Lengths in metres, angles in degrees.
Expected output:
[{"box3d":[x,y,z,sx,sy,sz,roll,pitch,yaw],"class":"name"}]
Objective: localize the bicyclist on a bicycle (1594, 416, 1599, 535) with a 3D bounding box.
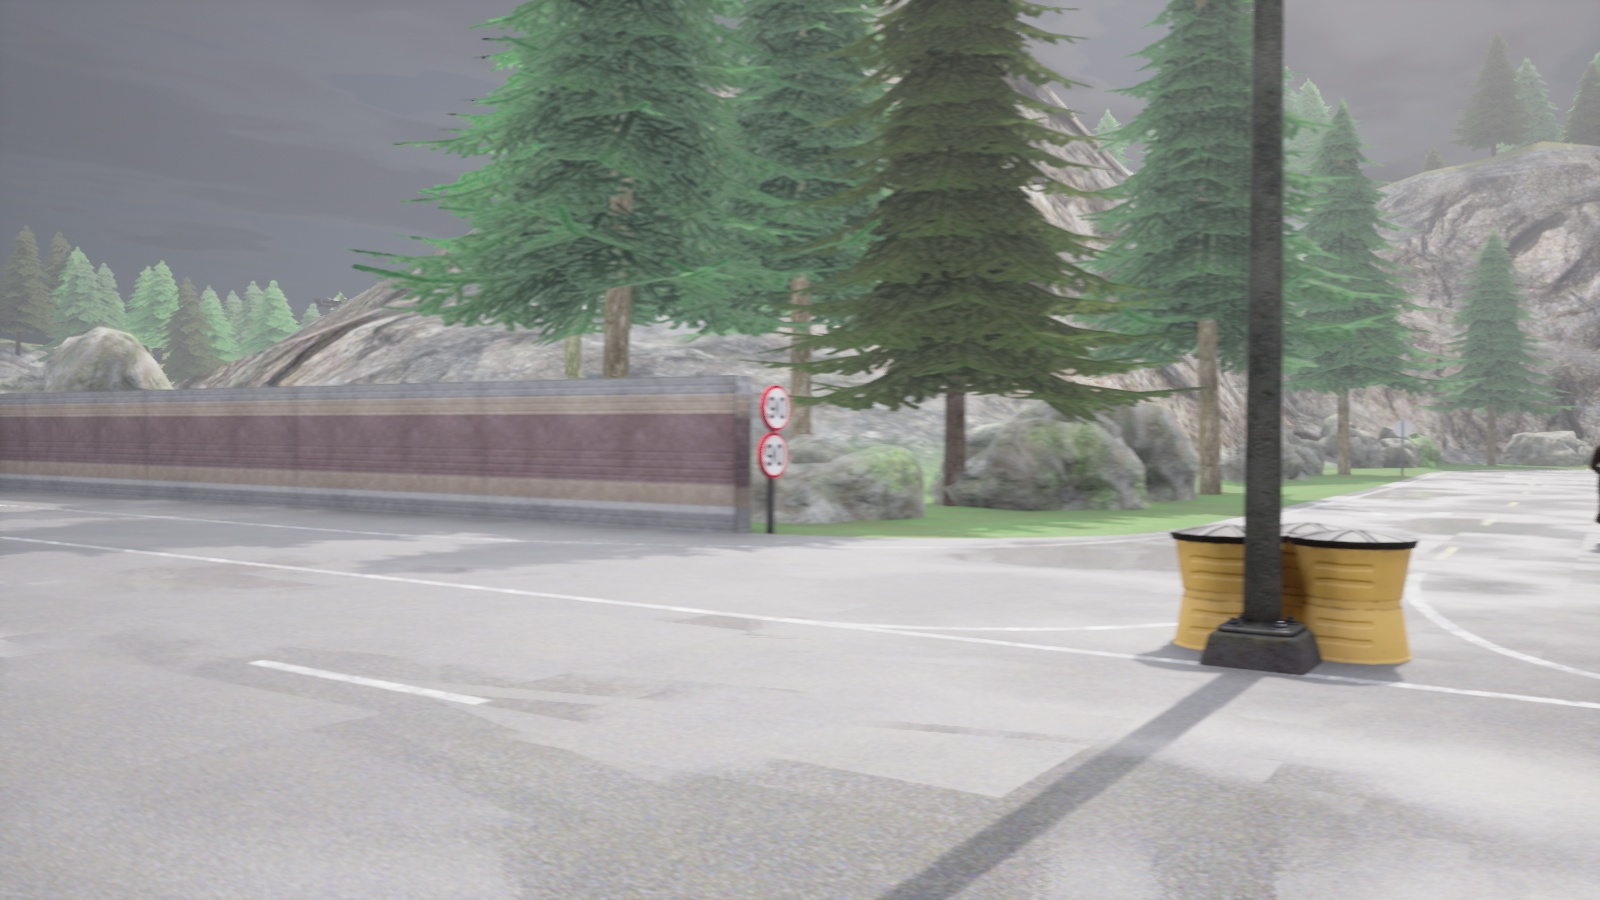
[{"box3d":[11.472,0.336,17.569,0.582,1.620,1.656,0,1,31],"class":"bicyclist on a bicycle"}]
